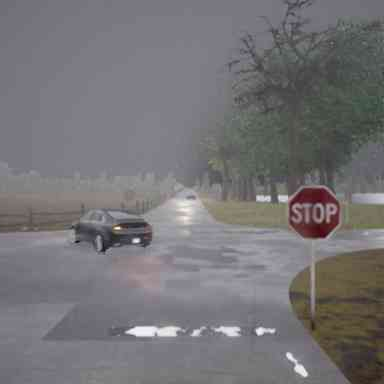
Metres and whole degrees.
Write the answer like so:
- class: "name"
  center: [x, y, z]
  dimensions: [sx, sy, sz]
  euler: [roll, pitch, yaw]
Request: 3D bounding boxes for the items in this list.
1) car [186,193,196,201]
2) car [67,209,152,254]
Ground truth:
- class: "car"
  center: [-0.186, 1.060, 71.958]
  dimensions: [1.837, 1.490, 4.892]
  euler: [0, 1, 0]
- class: "car"
  center: [-3.400, 1.432, 13.300]
  dimensions: [1.837, 1.490, 4.892]
  euler: [2, -2, -38]
